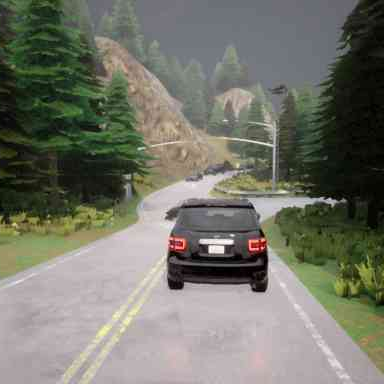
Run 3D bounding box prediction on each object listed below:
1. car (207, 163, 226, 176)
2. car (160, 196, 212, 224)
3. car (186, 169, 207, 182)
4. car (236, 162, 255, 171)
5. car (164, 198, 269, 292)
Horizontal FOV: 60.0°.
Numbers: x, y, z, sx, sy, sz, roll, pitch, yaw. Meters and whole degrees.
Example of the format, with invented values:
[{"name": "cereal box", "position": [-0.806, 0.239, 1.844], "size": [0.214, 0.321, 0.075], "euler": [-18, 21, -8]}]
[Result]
[{"name": "car", "position": [4.451, -4.336, 63.780], "size": [2.150, 2.045, 5.566], "euler": [4, 10, 36]}, {"name": "car", "position": [-0.255, 1.249, 24.979], "size": [2.033, 1.411, 5.357], "euler": [-1, 4, 20]}, {"name": "car", "position": [0.429, -2.530, 55.249], "size": [1.994, 1.385, 4.181], "euler": [2, 10, 19]}, {"name": "car", "position": [11.488, -5.593, 70.930], "size": [4.553, 1.767, 2.097], "euler": [-9, 9, -36]}, {"name": "car", "position": [0.706, 1.173, 8.993], "size": [2.150, 2.045, 5.566], "euler": [0, 0, 5]}]
